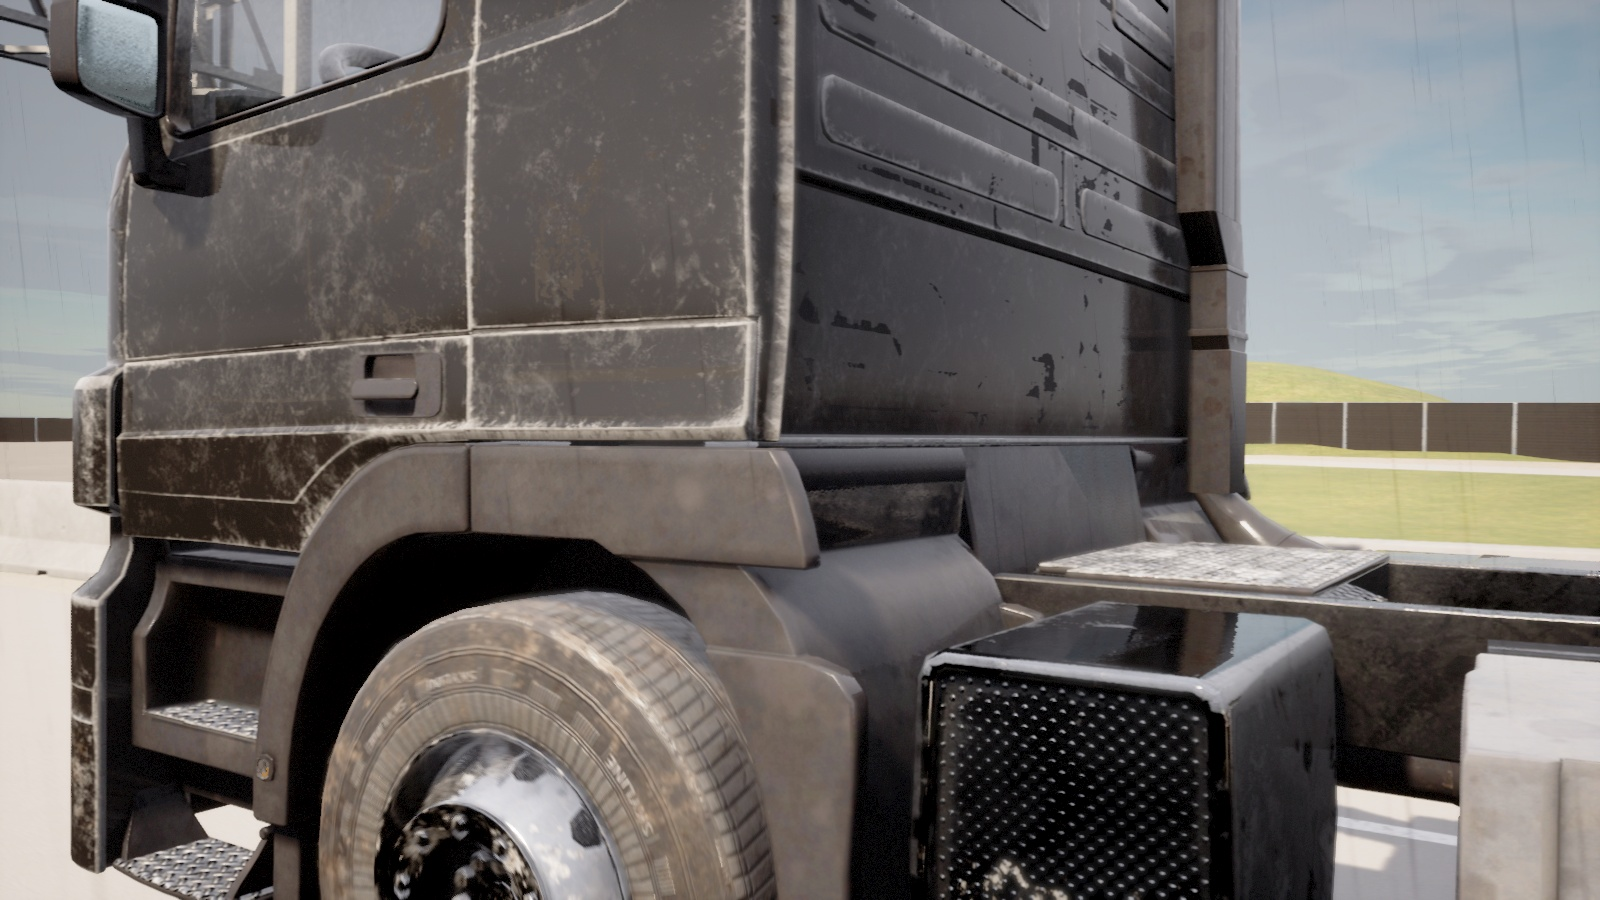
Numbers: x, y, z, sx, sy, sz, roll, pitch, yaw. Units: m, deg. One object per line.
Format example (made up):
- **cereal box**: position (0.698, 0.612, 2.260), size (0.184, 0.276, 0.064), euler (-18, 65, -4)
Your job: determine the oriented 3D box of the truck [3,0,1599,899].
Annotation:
- **truck**: position (2.081, -0.299, 2.221), size (7.936, 3.462, 2.891), euler (0, 1, 34)
